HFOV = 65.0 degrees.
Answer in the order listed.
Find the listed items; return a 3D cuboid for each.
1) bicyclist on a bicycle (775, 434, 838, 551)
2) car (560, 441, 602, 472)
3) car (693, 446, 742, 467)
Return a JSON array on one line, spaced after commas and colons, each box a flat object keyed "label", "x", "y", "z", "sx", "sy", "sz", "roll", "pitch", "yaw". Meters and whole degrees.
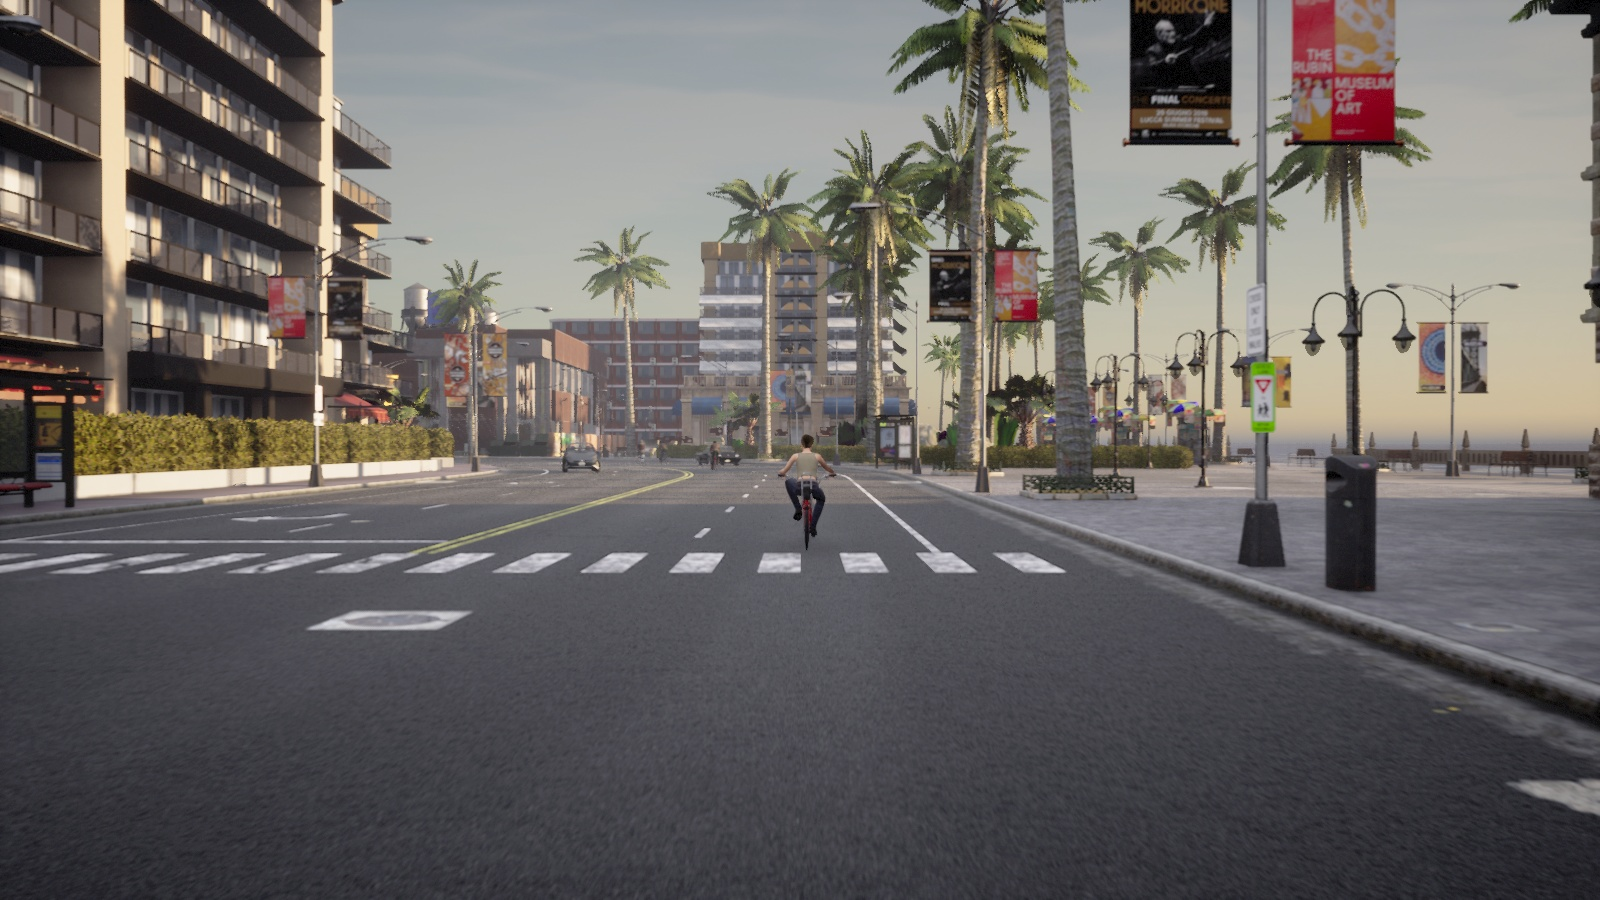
[{"label": "bicyclist on a bicycle", "x": 0.102, "y": 0.581, "z": 18.065, "sx": 0.866, "sy": 1.612, "sz": 1.509, "roll": 0, "pitch": 0, "yaw": 1}, {"label": "car", "x": -11.357, "y": 0.319, "z": 64.861, "sx": 2.007, "sy": 1.525, "sz": 4.514, "roll": 0, "pitch": 0, "yaw": -11}, {"label": "car", "x": -5.411, "y": 0.382, "z": 81.790, "sx": 1.895, "sy": 1.301, "sz": 4.718, "roll": 0, "pitch": 0, "yaw": -21}]
